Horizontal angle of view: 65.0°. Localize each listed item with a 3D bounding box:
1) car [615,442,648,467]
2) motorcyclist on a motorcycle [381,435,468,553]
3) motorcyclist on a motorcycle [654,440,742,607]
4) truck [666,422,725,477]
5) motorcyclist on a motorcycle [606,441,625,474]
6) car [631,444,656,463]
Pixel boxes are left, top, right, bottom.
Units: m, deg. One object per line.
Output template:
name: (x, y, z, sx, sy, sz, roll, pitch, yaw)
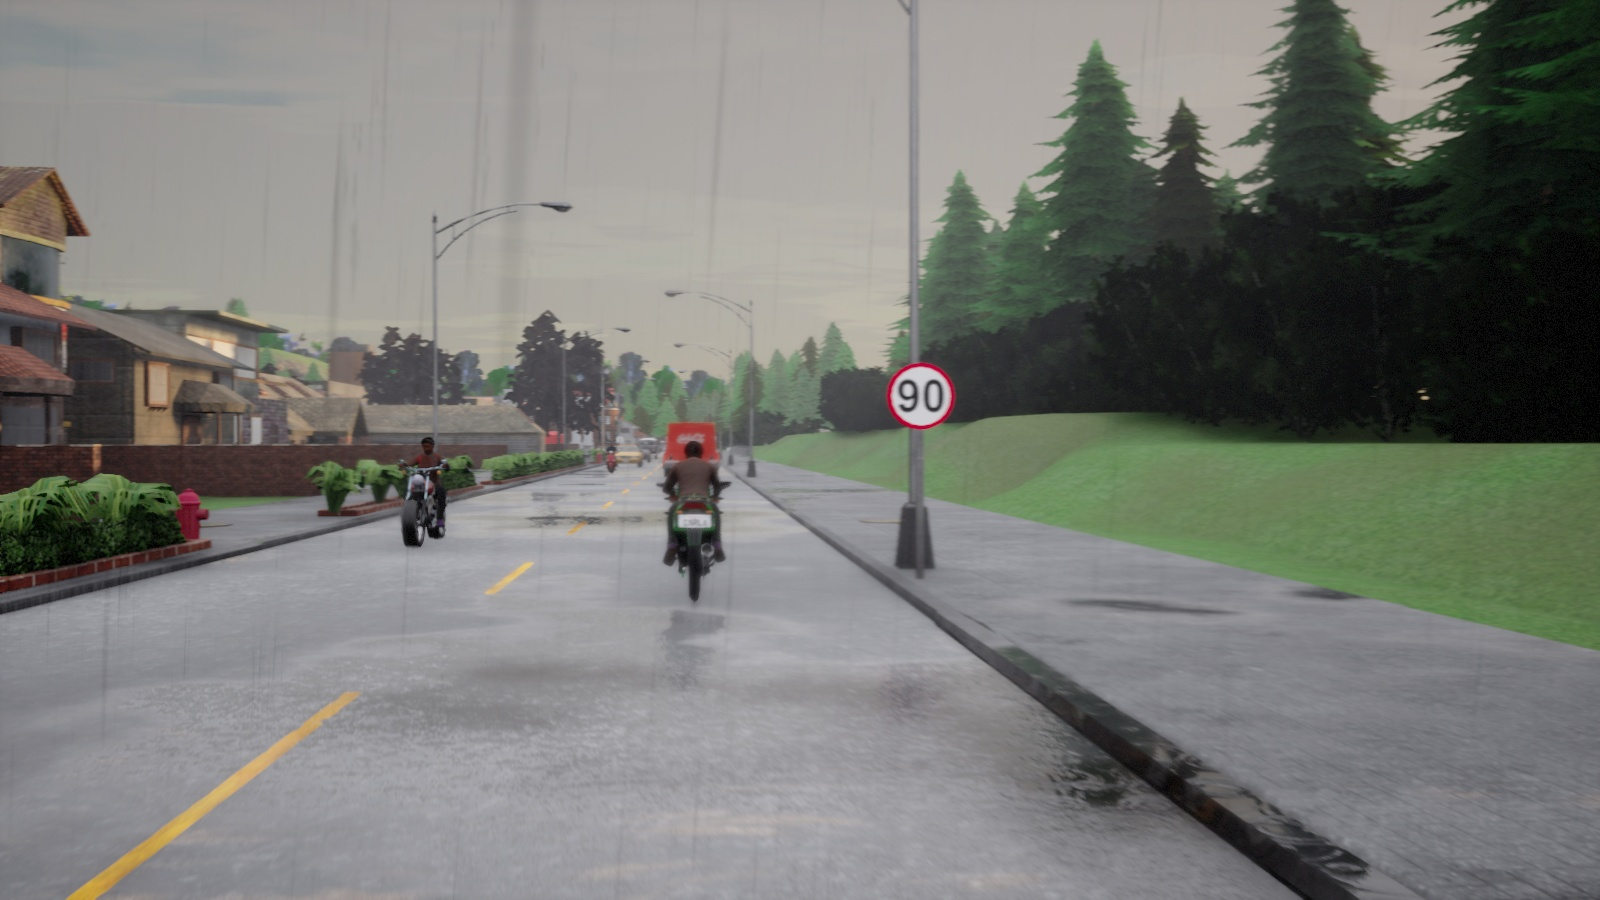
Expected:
car: (-10.669, 0.265, 79.734, 1.801, 1.575, 5.366, 0, 0, -5)
motorcyclist on a motorcycle: (-5.552, 0.599, 18.714, 0.766, 1.649, 2.350, 0, 0, -5)
motorcyclist on a motorcycle: (-1.013, 0.663, 12.449, 0.797, 1.523, 2.044, 0, 0, -5)
truck: (-4.890, -0.047, 58.703, 2.627, 2.467, 5.204, 0, 1, -5)
motorcyclist on a motorcycle: (-9.281, 0.367, 63.206, 0.866, 1.590, 1.817, 0, 0, -5)
car: (-12.247, 0.241, 98.362, 1.816, 1.474, 4.193, 0, 0, -5)
